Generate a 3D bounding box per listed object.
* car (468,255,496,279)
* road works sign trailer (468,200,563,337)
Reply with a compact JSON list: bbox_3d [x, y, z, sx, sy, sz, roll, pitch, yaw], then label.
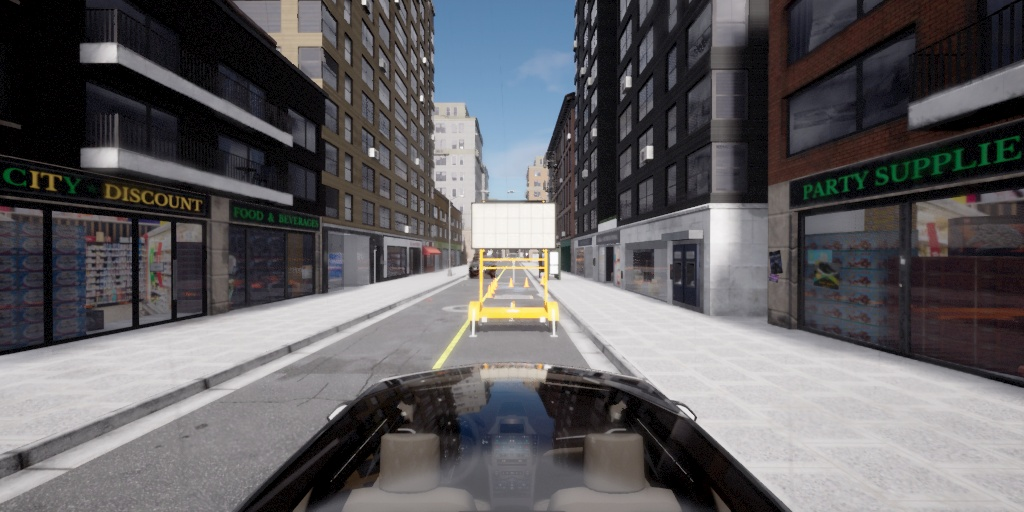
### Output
[{"bbox_3d":[-2.593,0.959,32.449,2.150,2.045,5.566,0,0,0],"label":"car"},{"bbox_3d":[0.047,0.213,10.257,2.380,3.560,2.880,0,0,0],"label":"road works sign trailer"}]
